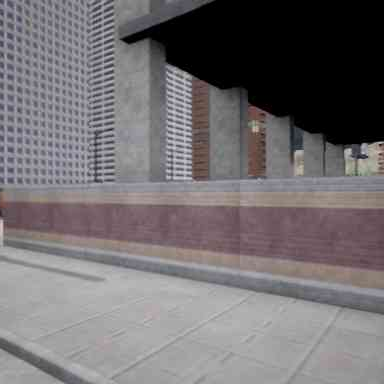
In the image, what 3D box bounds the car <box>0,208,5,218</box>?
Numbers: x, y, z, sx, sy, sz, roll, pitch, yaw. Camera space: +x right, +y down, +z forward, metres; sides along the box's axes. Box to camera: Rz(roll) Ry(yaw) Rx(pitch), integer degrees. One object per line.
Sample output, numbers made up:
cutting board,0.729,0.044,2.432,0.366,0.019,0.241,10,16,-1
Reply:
car,-15.067,1.737,30.229,1.994,1.385,4.181,0,0,36
